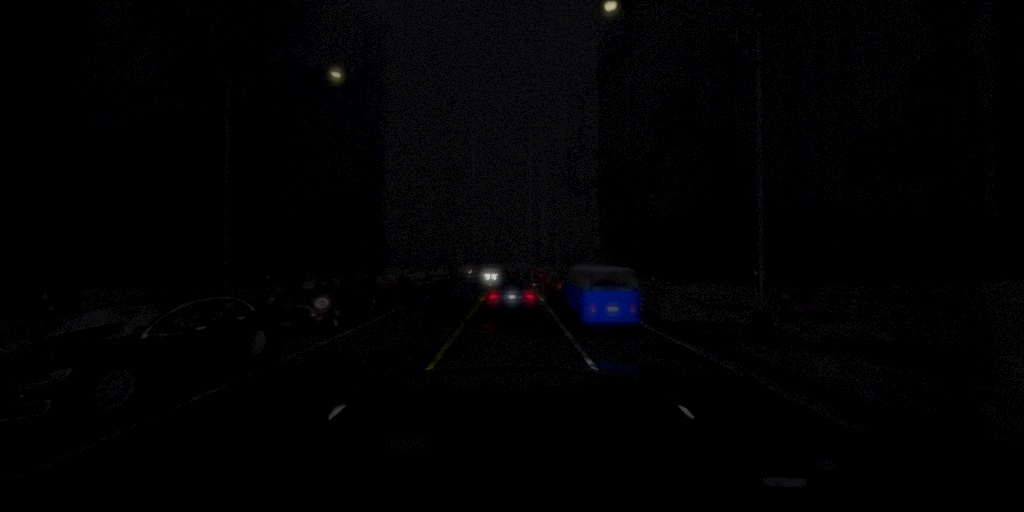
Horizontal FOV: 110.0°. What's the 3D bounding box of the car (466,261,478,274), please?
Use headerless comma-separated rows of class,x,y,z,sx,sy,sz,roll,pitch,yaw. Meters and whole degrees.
car,-5.861,1.672,49.564,2.192,1.841,5.009,0,0,0

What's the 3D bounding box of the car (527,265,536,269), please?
car,2.666,1.705,33.186,1.802,1.307,4.207,0,0,0

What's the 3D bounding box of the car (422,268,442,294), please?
car,-5.858,1.563,22.272,1.802,1.307,4.207,0,0,0

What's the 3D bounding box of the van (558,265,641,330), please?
van,2.668,1.194,11.350,1.690,1.789,3.998,0,0,0

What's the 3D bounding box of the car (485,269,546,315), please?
car,0.007,1.435,14.379,2.033,1.411,5.357,0,-1,0

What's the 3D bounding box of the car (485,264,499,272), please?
car,-3.023,1.923,54.426,2.128,1.511,4.902,0,-1,0

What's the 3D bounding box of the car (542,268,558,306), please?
car,2.668,1.356,16.809,1.967,1.591,4.097,0,0,0

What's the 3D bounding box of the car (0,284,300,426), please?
car,-5.857,1.344,5.897,2.007,1.370,4.403,0,0,0

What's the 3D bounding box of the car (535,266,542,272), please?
car,2.667,1.527,22.268,1.888,1.381,4.507,0,0,0

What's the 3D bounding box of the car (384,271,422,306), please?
car,-5.858,1.461,16.814,1.888,1.381,4.507,0,0,0

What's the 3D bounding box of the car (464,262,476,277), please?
car,-5.861,1.802,43.935,1.751,1.417,4.829,0,0,0

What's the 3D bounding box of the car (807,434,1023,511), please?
car,2.670,1.287,0.431,2.007,1.370,4.403,0,0,0

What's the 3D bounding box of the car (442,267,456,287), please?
car,-5.859,1.601,27.731,2.007,1.370,4.403,0,0,0

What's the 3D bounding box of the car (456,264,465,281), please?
car,-5.860,1.688,33.189,1.948,1.339,4.313,0,0,0

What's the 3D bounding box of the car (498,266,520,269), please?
car,0.020,1.616,30.760,1.812,1.442,4.674,0,-1,0

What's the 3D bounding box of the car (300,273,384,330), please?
car,-5.857,1.293,11.355,1.967,1.591,4.097,0,0,0
